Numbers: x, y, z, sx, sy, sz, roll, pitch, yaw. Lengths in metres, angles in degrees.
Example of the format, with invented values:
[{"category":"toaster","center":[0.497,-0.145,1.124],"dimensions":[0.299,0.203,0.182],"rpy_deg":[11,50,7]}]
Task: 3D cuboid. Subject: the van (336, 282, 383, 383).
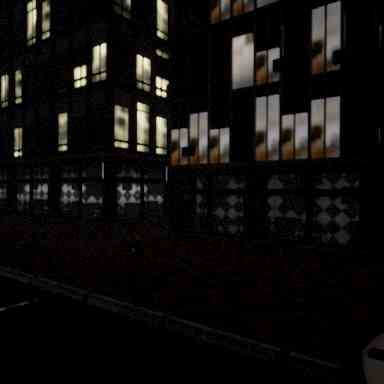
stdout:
[{"category":"van","center":[2.543,1.362,1.069],"dimensions":[3.998,1.788,1.690],"rpy_deg":[1,0,35]}]
